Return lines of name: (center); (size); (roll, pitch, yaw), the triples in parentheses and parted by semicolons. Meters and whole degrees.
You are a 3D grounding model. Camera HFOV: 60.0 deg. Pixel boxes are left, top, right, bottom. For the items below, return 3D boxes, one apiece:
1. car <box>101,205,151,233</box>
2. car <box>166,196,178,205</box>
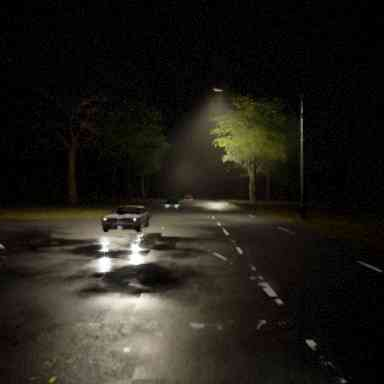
car: (-3.453, 1.413, 18.094); (1.895, 1.301, 4.718); (1, -1, 0)
car: (-3.447, 1.357, 57.116); (1.882, 1.535, 5.008); (0, 0, 0)
